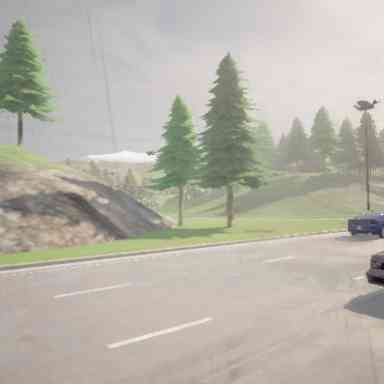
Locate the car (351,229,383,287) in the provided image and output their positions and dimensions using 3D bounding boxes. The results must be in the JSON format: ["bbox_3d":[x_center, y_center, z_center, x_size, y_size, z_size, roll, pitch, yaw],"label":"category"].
[{"bbox_3d":[6.627,1.734,8.646,5.357,1.411,2.033,0,-2,-36],"label":"car"}]

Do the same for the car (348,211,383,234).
[{"bbox_3d":[11.813,1.970,20.952,5.008,1.535,1.882,0,-2,-36],"label":"car"}]
